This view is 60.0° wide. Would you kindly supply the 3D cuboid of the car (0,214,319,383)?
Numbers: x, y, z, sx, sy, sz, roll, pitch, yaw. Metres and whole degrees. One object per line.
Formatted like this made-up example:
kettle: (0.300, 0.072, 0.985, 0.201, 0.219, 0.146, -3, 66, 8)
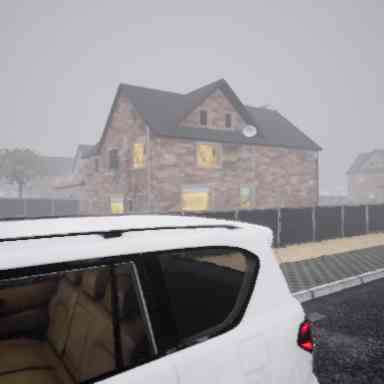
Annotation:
car: (-1.642, 1.221, 1.777, 5.566, 2.045, 2.150, 0, 0, -35)
